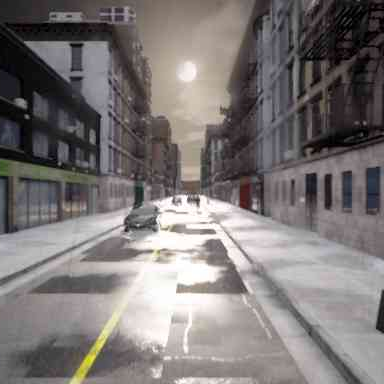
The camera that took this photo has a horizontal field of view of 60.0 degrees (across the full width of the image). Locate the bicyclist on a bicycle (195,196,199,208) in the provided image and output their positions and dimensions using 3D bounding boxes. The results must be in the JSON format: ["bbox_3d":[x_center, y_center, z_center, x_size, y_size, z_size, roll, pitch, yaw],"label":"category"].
[{"bbox_3d":[0.750,1.434,47.776,0.582,1.620,1.656,0,0,0],"label":"bicyclist on a bicycle"}]

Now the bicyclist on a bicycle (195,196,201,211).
[{"bbox_3d":[0.751,1.361,38.951,0.659,1.776,1.843,0,0,0],"label":"bicyclist on a bicycle"}]

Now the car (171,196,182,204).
[{"bbox_3d":[-2.785,1.457,61.939,2.128,1.511,4.902,0,0,0],"label":"car"}]

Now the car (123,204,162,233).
[{"bbox_3d":[-2.851,1.508,19.983,1.837,1.490,4.892,0,0,0],"label":"car"}]

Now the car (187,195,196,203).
[{"bbox_3d":[-0.010,1.310,67.190,2.097,1.767,4.553,0,0,0],"label":"car"}]
